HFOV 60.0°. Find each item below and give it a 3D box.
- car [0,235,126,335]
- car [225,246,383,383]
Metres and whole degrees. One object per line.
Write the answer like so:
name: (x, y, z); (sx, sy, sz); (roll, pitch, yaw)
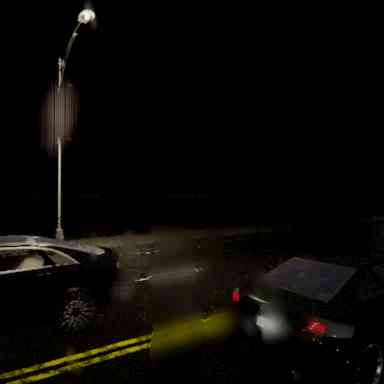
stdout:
car: (-3.474, 1.494, 5.175); (4.902, 1.511, 2.128); (0, 0, -35)
car: (2.552, 1.570, 5.157); (4.181, 1.385, 1.994); (0, 0, -35)
